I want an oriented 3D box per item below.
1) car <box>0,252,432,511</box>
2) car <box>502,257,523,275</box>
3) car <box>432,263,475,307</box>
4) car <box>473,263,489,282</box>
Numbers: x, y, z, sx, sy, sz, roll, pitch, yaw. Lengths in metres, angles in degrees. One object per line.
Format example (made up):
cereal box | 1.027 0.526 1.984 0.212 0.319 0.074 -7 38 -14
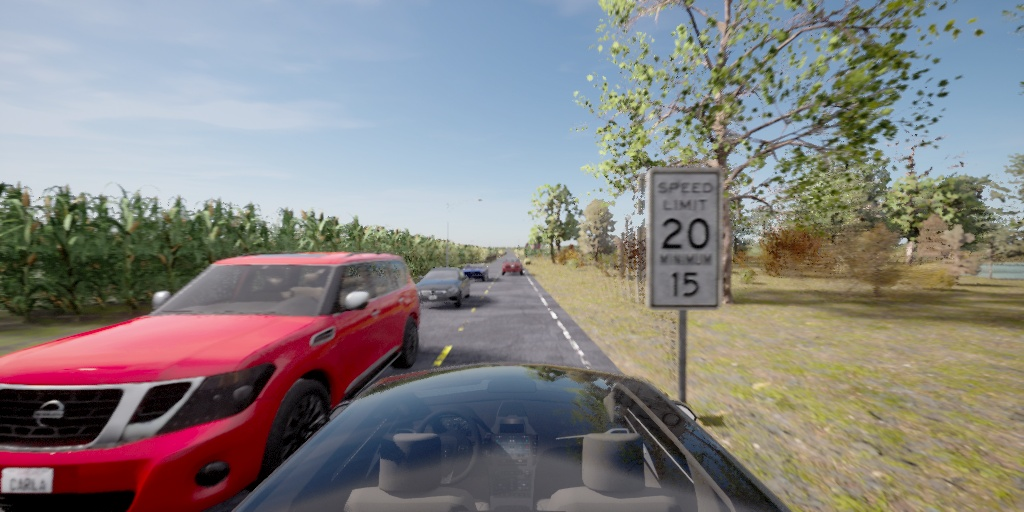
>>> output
car | -2.846 0.959 4.870 2.150 2.045 5.566 0 0 0
car | 0.059 0.951 35.851 2.097 1.767 4.553 0 0 0
car | -2.844 1.221 15.215 1.812 1.442 4.674 0 0 0
car | -2.834 1.240 27.682 1.895 1.301 4.718 0 0 0
